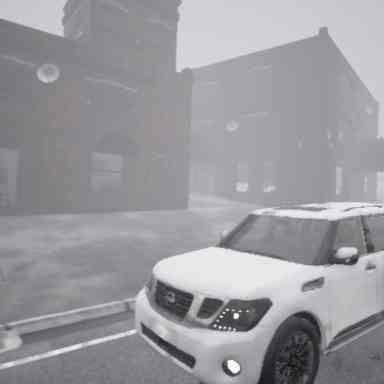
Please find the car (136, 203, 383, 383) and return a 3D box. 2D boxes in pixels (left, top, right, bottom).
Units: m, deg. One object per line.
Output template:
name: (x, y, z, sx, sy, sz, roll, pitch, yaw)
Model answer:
car: (1.888, 1.228, 5.410, 5.566, 2.045, 2.150, 0, 0, -36)
